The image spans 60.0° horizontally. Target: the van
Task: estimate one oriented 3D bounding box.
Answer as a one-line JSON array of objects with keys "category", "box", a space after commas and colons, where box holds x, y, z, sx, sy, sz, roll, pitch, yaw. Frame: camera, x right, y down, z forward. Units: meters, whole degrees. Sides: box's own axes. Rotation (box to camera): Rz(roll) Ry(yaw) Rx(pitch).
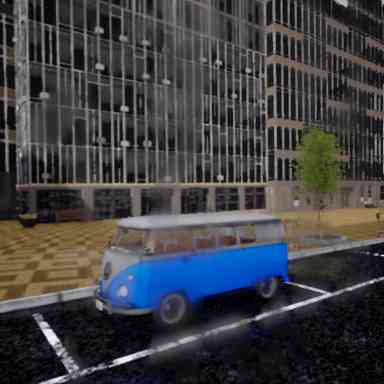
[{"category": "van", "box": [0.182, 1.337, 6.705, 3.998, 1.788, 1.690, 0, -1, -35]}]
